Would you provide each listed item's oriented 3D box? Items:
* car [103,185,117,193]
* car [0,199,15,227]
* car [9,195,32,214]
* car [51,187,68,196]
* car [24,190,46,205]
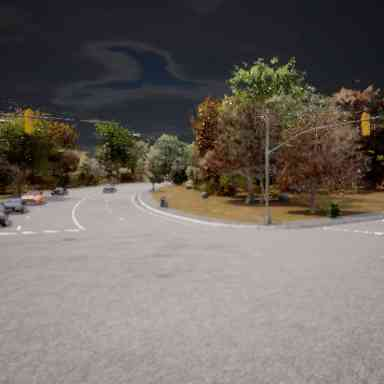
[{"bbox_3d":[-15.869,-0.588,64.407,2.033,1.411,5.357,0,4,-1],"label":"car"},{"bbox_3d":[-13.323,1.481,22.332,2.033,1.411,5.357,0,1,-26],"label":"car"},{"bbox_3d":[-16.542,1.270,31.041,1.994,1.385,4.181,0,2,-19],"label":"car"},{"bbox_3d":[-22.154,-0.067,55.808,1.994,1.385,4.181,0,3,-7],"label":"car"},{"bbox_3d":[-19.394,0.614,40.888,2.097,1.767,4.553,0,3,-14],"label":"car"}]
